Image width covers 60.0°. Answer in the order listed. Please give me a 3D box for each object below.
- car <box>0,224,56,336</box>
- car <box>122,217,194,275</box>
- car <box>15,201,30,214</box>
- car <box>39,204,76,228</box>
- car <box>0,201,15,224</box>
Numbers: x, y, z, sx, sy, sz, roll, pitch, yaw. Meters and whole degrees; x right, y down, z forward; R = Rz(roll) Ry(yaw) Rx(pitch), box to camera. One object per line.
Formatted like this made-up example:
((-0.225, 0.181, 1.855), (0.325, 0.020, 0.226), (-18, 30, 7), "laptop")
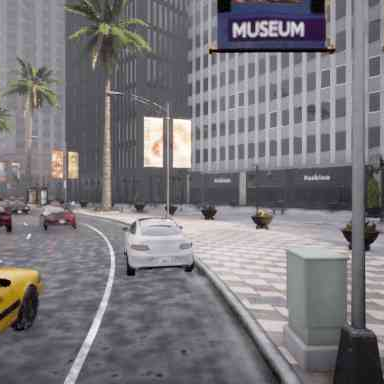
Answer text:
((-3.347, 1.453, 3.750), (1.801, 1.575, 5.366), (0, 0, -5), "car")
((-1.175, 1.524, 10.451), (1.812, 1.442, 4.674), (0, 0, -13), "car")
((-18.100, 1.582, 33.607), (1.895, 1.301, 4.718), (0, 0, -44), "car")
((-8.611, 1.517, 21.203), (1.812, 1.442, 4.674), (0, 0, -29), "car")
((-12.110, 1.465, 20.322), (1.882, 1.535, 5.008), (0, 0, -29), "car")
